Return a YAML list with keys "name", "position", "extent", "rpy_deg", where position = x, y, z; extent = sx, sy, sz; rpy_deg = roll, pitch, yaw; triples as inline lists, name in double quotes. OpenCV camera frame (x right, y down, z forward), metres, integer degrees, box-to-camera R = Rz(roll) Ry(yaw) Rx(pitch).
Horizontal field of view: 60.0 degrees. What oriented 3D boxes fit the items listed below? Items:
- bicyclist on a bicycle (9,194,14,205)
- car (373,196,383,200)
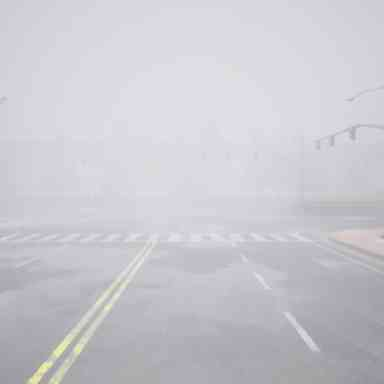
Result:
- name: "bicyclist on a bicycle"
  position: [-28.431, 1.201, 52.326]
  extent: [0.582, 1.620, 1.656]
  rpy_deg: [0, 0, -2]
- name: "car"
  position: [28.047, 1.137, 46.241]
  extent: [5.566, 2.045, 2.150]
  rpy_deg: [0, 0, -1]
